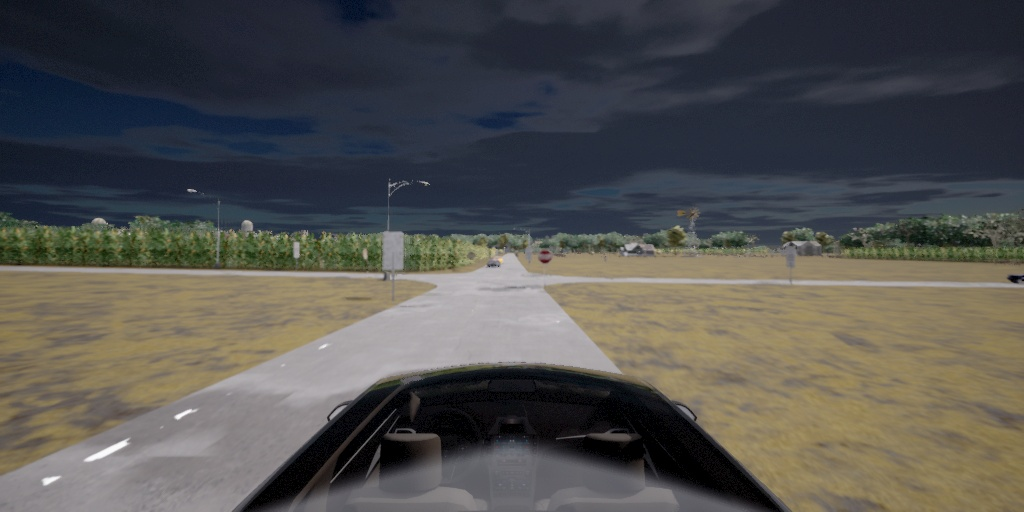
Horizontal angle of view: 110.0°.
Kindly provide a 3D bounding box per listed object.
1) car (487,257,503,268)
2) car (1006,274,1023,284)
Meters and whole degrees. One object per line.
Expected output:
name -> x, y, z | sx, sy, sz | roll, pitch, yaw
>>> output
car -> -2.757, 1.118, 54.826 | 1.994, 1.385, 4.181 | 0, 1, 0
car -> 49.099, 1.971, 33.119 | 4.718, 1.301, 1.895 | 1, 0, 0
